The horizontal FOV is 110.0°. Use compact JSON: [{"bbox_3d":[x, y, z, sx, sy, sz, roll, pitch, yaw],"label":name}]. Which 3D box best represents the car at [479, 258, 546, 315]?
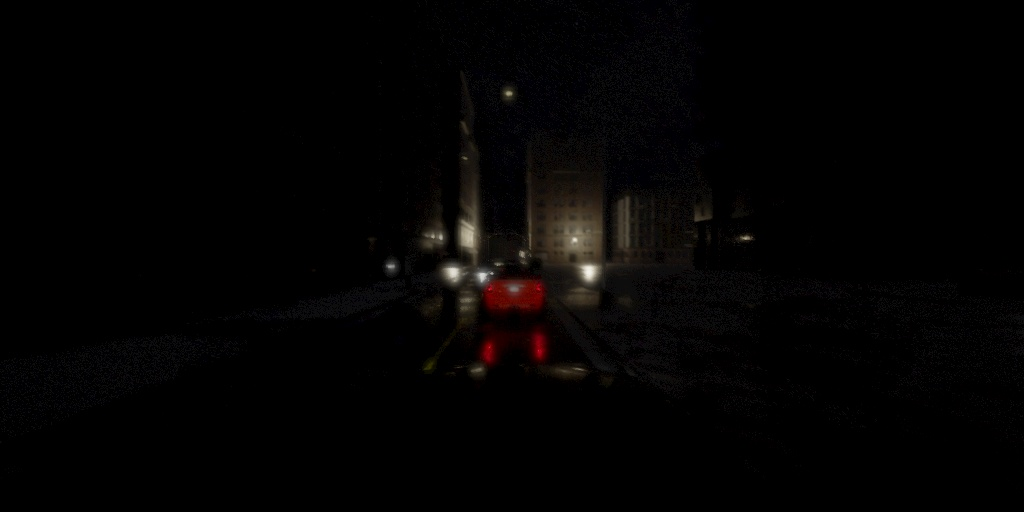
[{"bbox_3d":[0.085,1.099,13.718,2.097,1.767,4.553,0,0,0],"label":"car"}]

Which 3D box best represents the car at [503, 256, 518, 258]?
[{"bbox_3d":[0.086,1.095,28.894,2.097,1.767,4.553,0,0,0],"label":"car"}]

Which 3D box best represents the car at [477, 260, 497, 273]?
[{"bbox_3d":[-3.080,1.230,45.389,2.128,1.511,4.902,0,0,0],"label":"car"}]

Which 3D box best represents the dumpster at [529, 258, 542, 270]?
[{"bbox_3d":[3.139,1.133,48.124,1.020,1.700,1.940,0,0,0],"label":"dumpster"}]
